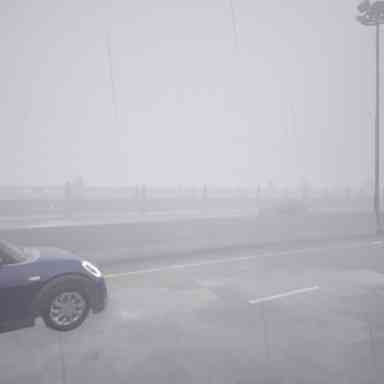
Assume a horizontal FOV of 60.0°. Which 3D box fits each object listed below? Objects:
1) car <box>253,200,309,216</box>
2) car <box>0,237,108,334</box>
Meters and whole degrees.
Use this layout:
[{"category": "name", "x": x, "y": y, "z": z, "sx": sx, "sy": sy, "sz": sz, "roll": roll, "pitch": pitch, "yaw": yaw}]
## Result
[{"category": "car", "x": 7.369, "y": 1.401, "z": 27.594, "sx": 4.902, "sy": 1.511, "sz": 2.128, "roll": 0, "pitch": 0, "yaw": -23}, {"category": "car", "x": -3.697, "y": 1.319, "z": 5.249, "sx": 4.553, "sy": 1.767, "sz": 2.097, "roll": 0, "pitch": 0, "yaw": -36}]
